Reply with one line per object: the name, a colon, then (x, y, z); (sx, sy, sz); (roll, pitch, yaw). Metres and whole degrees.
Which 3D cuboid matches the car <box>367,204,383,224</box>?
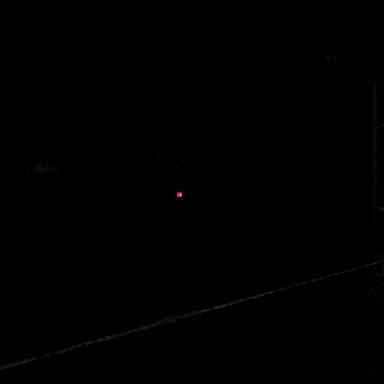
car: (11.919, 1.511, 22.069); (1.812, 1.442, 4.674); (0, 0, -38)
